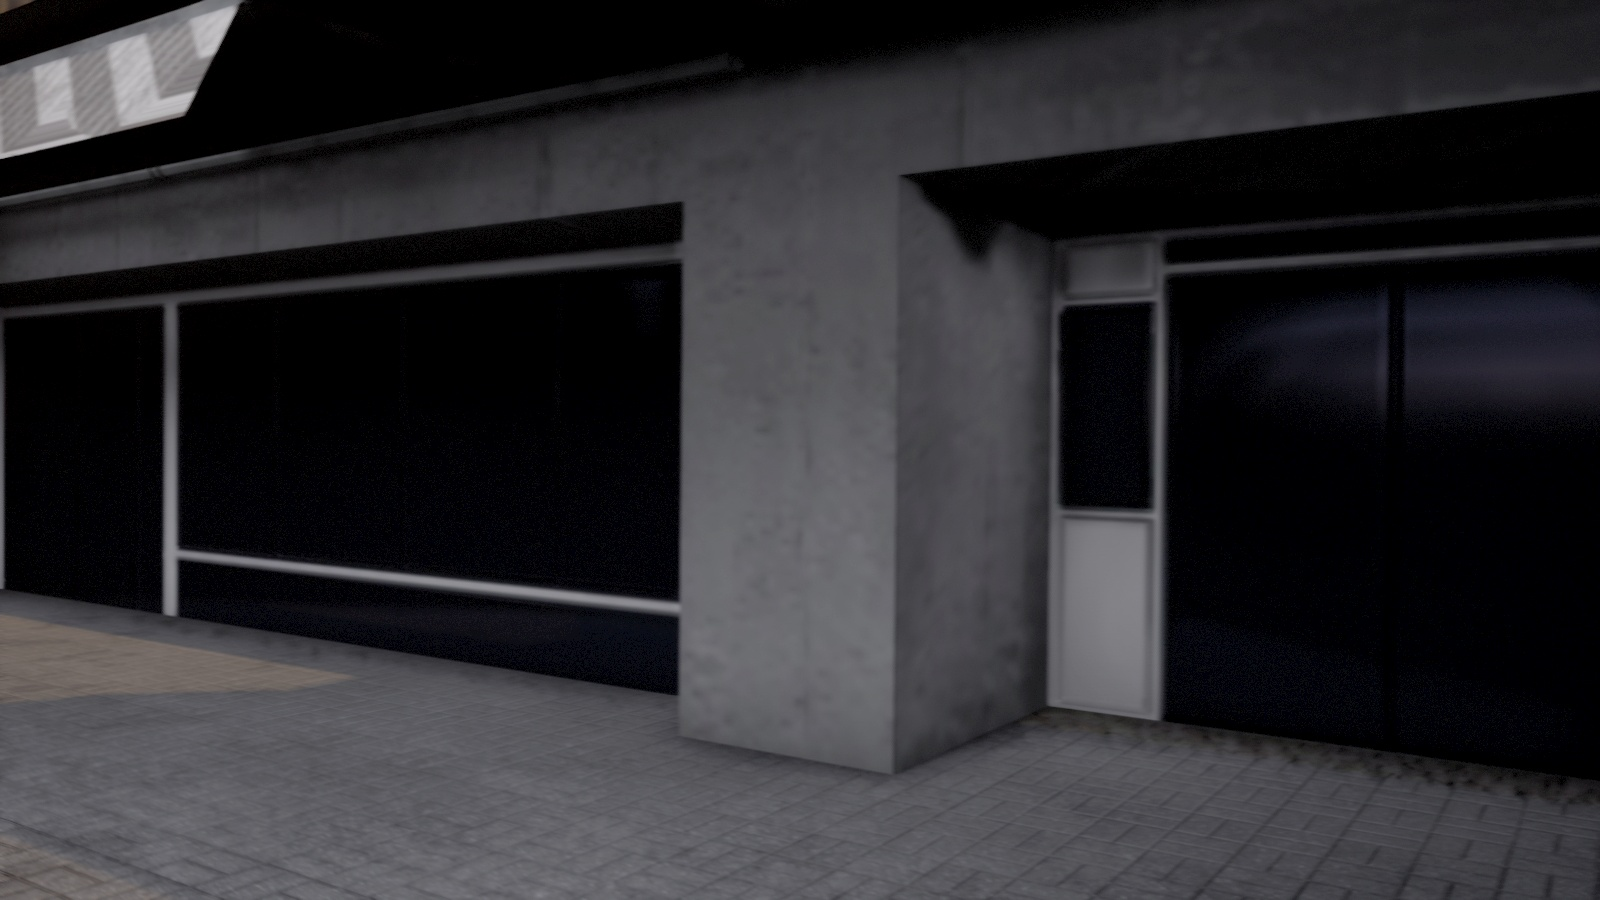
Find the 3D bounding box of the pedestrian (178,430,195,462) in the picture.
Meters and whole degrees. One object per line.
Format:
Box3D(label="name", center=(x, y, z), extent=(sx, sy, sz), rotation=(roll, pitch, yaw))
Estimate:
Box3D(label="pedestrian", center=(-35.312, -0.226, 72.278), extent=(0.376, 1.854, 0.720), rotation=(0, 1, 33))
